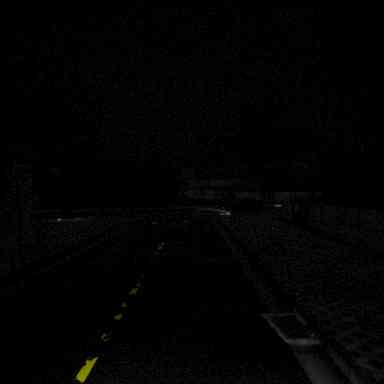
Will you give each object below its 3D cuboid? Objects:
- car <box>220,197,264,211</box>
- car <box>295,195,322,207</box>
[{"bbox_3d":[5.842,1.349,38.286,5.357,1.411,2.033,-1,3,-30],"label":"car"},{"bbox_3d":[15.844,1.175,44.166,5.357,1.411,2.033,-1,3,-33],"label":"car"}]
